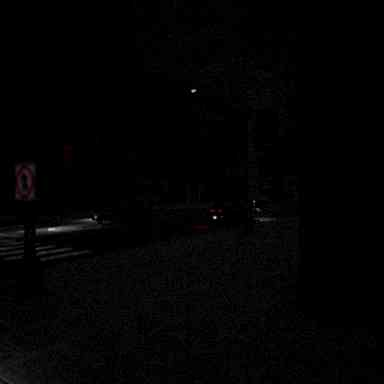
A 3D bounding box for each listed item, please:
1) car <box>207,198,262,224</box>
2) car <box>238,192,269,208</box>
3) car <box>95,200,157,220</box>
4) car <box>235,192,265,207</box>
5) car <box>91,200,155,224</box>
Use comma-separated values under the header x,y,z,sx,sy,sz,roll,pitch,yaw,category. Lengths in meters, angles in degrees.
x,y,z,sx,sy,sz,roll,pitch,yaw,category
2.890,1.388,23.544,1.837,1.490,4.892,0,0,36,car
8.041,1.160,42.354,2.097,1.767,4.553,0,0,36,car
-5.536,1.438,28.819,2.033,1.411,5.357,0,0,35,car
8.614,1.009,48.733,2.150,2.045,5.566,0,0,36,car
-4.960,1.395,24.006,2.128,1.511,4.902,0,0,35,car
